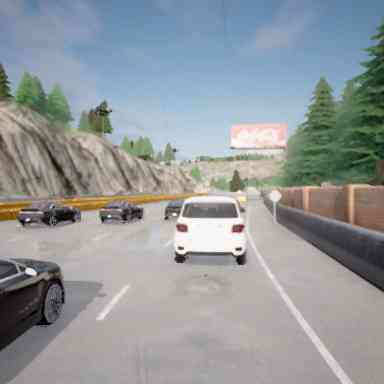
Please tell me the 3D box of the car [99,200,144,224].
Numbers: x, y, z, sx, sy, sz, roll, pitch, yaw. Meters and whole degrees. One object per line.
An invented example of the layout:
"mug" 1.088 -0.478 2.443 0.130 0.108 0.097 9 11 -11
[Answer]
"car" -4.813 1.329 23.364 2.128 1.511 4.902 0 0 9

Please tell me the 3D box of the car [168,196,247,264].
"car" 0.719 1.151 11.793 2.150 2.045 5.566 0 0 5

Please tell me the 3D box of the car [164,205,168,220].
"car" -0.841 1.339 25.978 1.837 1.490 4.892 0 0 9

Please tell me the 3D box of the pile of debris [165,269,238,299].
"pile of debris" 0.252 2.127 7.830 1.500 0.140 1.860 0 0 4

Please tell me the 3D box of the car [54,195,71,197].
"car" -18.570 1.136 47.069 2.128 1.511 4.902 0 0 11

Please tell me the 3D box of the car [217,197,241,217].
"car" 3.429 1.300 30.178 1.882 1.535 5.008 0 0 10

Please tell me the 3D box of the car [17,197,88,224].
"car" -8.760 1.331 20.808 2.128 1.511 4.902 0 0 8

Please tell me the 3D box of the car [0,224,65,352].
"car" -3.237 1.454 4.068 2.128 1.511 4.902 0 0 2

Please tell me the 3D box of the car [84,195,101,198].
"car" -14.753 1.155 48.422 1.837 1.490 4.892 0 0 11
